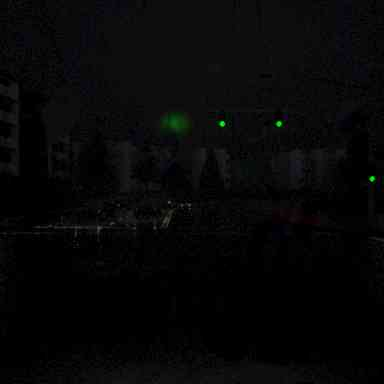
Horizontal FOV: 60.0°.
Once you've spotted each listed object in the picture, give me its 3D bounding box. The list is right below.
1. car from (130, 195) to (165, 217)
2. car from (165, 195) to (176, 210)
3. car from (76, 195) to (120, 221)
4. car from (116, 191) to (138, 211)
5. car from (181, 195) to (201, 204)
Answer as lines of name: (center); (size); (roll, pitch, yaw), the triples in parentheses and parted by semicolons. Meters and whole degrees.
car: (-3.691, 1.241, 28.429); (1.882, 1.535, 5.008); (0, 0, -1)
car: (-3.514, 1.229, 38.281); (2.033, 1.411, 5.357); (0, 0, 4)
car: (-7.111, 1.269, 25.040); (1.882, 1.535, 5.008); (0, 0, 0)
car: (-7.129, 0.925, 35.665); (2.150, 2.045, 5.566); (0, 0, 3)
car: (-0.177, 1.132, 51.750); (1.994, 1.385, 4.181); (0, 1, 23)
